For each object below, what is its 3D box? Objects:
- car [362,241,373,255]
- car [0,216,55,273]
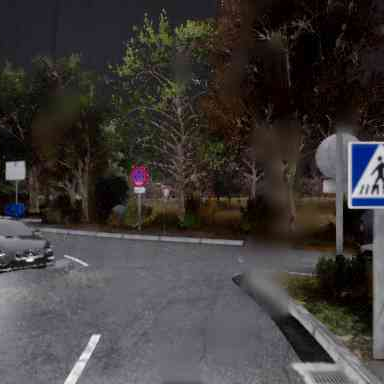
[{"bbox_3d":[6.994,1.447,7.959,2.033,1.411,5.357,0,-1,-40],"label":"car"},{"bbox_3d":[-6.040,1.506,10.093,4.892,1.490,1.837,0,-2,39],"label":"car"}]
